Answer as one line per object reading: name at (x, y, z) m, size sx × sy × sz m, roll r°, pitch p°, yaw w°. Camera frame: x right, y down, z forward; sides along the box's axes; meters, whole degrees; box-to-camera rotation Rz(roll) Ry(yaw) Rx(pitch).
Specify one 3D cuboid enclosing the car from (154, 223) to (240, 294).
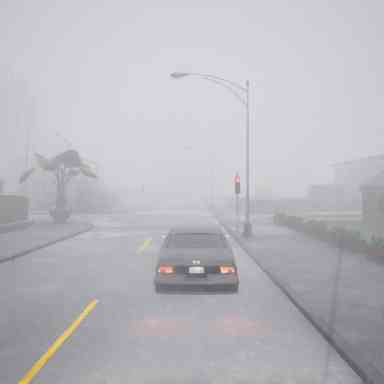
car at (0.100, 1.547, 8.900) m, size 2.033 × 1.411 × 5.357 m, roll 0°, pitch 0°, yaw 0°

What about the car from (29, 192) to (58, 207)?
car at (-19.743, 0.985, 43.945) m, size 1.905 × 1.878 × 3.866 m, roll 0°, pitch 0°, yaw 35°
